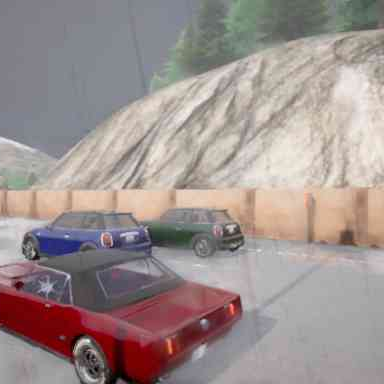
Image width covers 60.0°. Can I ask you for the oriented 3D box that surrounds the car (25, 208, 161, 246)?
[{"bbox_3d":[-3.515,1.355,10.802,4.553,1.767,2.097,0,0,36],"label":"car"}]

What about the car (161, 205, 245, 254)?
[{"bbox_3d":[-0.352,1.355,12.843,4.553,1.767,2.097,0,0,36],"label":"car"}]

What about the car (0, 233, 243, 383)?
[{"bbox_3d":[-1.718,1.602,5.214,4.718,1.301,1.895,0,0,36],"label":"car"}]
